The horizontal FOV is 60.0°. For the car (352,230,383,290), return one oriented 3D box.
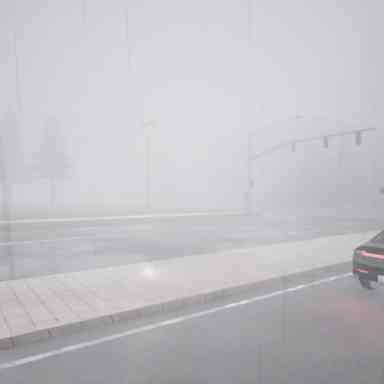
[{"bbox_3d":[5.717,1.488,7.848,4.902,1.511,2.128,0,0,-36],"label":"car"}]
